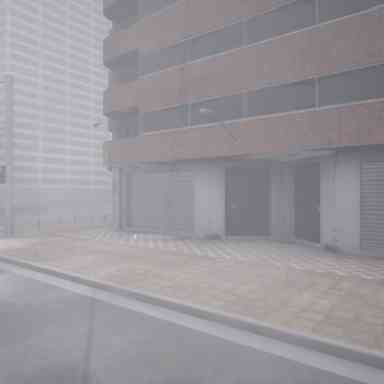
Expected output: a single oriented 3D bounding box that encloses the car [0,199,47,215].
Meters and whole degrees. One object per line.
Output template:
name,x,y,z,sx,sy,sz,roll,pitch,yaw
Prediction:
car,-16.804,1.505,32.730,1.837,1.490,4.892,0,1,37
